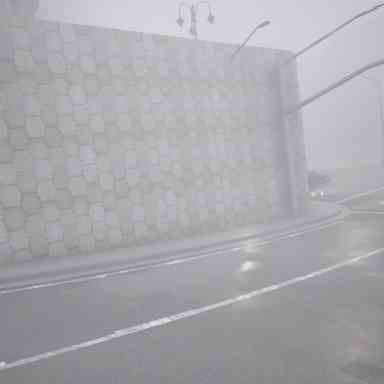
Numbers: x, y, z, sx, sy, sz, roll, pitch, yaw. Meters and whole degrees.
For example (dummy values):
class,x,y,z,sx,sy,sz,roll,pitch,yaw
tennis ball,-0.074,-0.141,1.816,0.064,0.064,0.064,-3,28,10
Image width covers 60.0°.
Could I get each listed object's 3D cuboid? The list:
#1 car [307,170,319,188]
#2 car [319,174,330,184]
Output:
class,x,y,z,sx,sy,sz,roll,pitch,yaw
car,8.042,-0.739,29.594,2.033,1.411,5.357,-11,7,-35
car,10.710,-1.344,31.802,1.837,1.490,4.892,-11,6,-34
